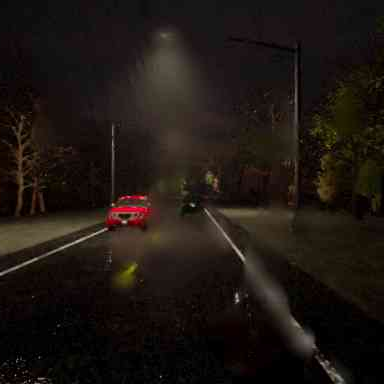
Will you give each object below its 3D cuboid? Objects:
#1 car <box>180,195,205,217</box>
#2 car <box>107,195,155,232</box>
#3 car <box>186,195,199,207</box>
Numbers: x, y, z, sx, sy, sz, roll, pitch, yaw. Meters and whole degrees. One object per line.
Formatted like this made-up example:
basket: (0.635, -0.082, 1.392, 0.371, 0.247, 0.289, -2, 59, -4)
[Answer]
car: (0.093, 1.261, 31.572, 2.150, 2.045, 5.566, 0, 0, 0)
car: (-3.598, 1.247, 20.494, 2.150, 2.045, 5.566, 0, 0, 0)
car: (0.088, 1.419, 54.259, 2.097, 1.767, 4.553, 0, 0, 0)
